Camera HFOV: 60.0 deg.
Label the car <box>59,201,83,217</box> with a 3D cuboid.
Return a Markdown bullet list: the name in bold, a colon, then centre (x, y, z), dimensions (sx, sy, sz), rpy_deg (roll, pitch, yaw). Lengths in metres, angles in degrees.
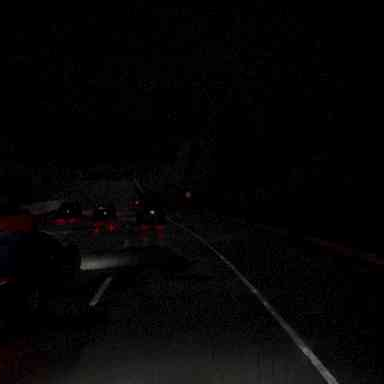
- **car**: centre (-12.134, 1.614, 33.519), dimensions (2.128, 1.511, 4.902), rpy_deg (0, 0, -13)

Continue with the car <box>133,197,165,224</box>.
- **car**: centre (-3.260, 1.500, 25.706), dimensions (2.033, 1.649, 4.856), rpy_deg (0, 0, -12)

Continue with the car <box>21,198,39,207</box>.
- **car**: centre (-28.869, 1.806, 59.475), dimensions (1.994, 1.385, 4.181), rpy_deg (0, 0, -12)

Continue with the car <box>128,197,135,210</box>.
- **car**: centre (-7.430, 1.479, 44.482), dimensions (2.097, 1.767, 4.553), rpy_deg (0, 0, -13)

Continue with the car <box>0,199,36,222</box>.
- **car**: centre (-7.985, 1.285, 13.183), dimensions (2.150, 2.045, 5.566), rpy_deg (0, 0, -8)

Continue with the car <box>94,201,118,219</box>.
- **car**: centre (-7.844, 1.590, 30.368), dimensions (2.128, 1.511, 4.902), rpy_deg (0, 0, -12)

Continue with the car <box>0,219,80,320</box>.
- **car**: centre (-3.840, 1.557, 7.194), dimensions (1.812, 1.442, 4.674), rpy_deg (0, 0, -4)
